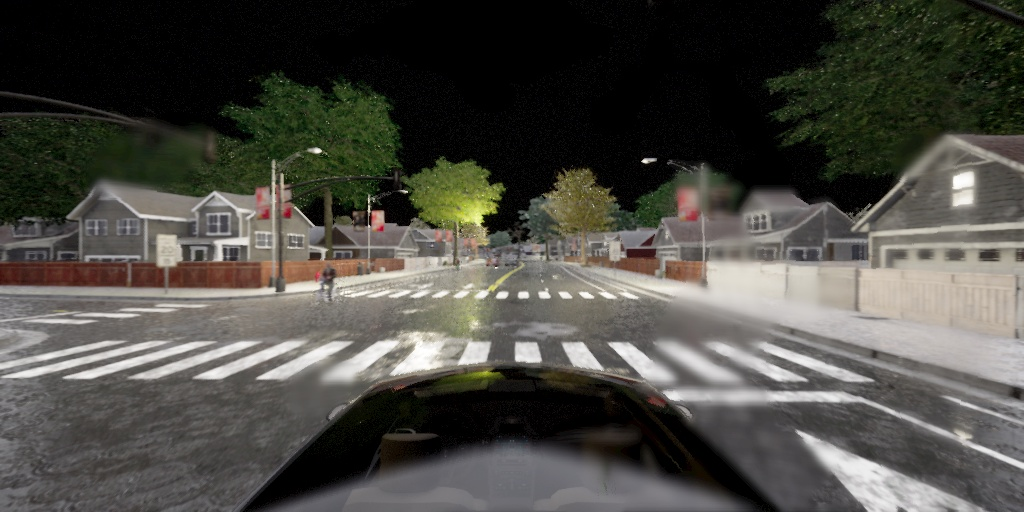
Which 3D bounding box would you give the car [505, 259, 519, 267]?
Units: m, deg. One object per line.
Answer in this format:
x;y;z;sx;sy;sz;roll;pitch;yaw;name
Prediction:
0.043;1.111;60.598;1.994;1.385;4.181;0;0;5;car

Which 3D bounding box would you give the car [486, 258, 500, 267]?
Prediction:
-3.199;1.068;60.820;1.812;1.442;4.674;0;0;5;car

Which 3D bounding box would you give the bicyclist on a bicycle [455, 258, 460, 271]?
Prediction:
-6.544;1.066;43.246;0.582;1.620;1.656;0;1;1;bicyclist on a bicycle

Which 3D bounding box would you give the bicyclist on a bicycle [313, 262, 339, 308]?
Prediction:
-7.299;1.101;14.077;0.659;1.776;1.843;0;0;1;bicyclist on a bicycle
